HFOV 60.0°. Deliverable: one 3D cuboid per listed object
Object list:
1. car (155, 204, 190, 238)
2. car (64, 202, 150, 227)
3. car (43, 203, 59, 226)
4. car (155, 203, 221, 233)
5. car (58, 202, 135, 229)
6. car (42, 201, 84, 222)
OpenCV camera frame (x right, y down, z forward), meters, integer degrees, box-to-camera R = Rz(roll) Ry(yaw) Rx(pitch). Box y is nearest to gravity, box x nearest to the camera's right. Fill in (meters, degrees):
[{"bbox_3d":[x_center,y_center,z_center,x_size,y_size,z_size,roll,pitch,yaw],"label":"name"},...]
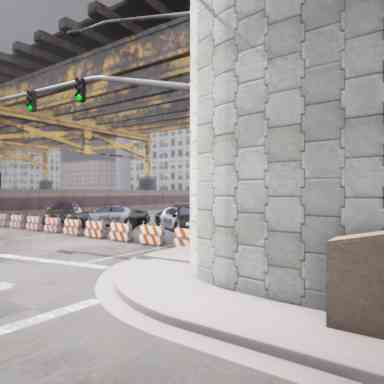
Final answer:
[{"bbox_3d":[-0.356,1.449,17.727,2.038,1.542,4.974,0,0,-25],"label":"car"},{"bbox_3d":[-5.072,1.290,20.314,4.536,1.218,1.853,0,0,0],"label":"car"},{"bbox_3d":[-8.818,1.446,23.069,2.038,1.542,4.974,0,0,-10],"label":"car"},{"bbox_3d":[-0.378,1.292,17.774,1.853,1.218,4.536,0,0,-25],"label":"car"},{"bbox_3d":[-5.124,1.447,20.314,4.974,1.542,2.038,0,0,0],"label":"car"},{"bbox_3d":[-8.827,1.288,23.120,1.853,1.218,4.536,0,0,-10],"label":"car"}]
